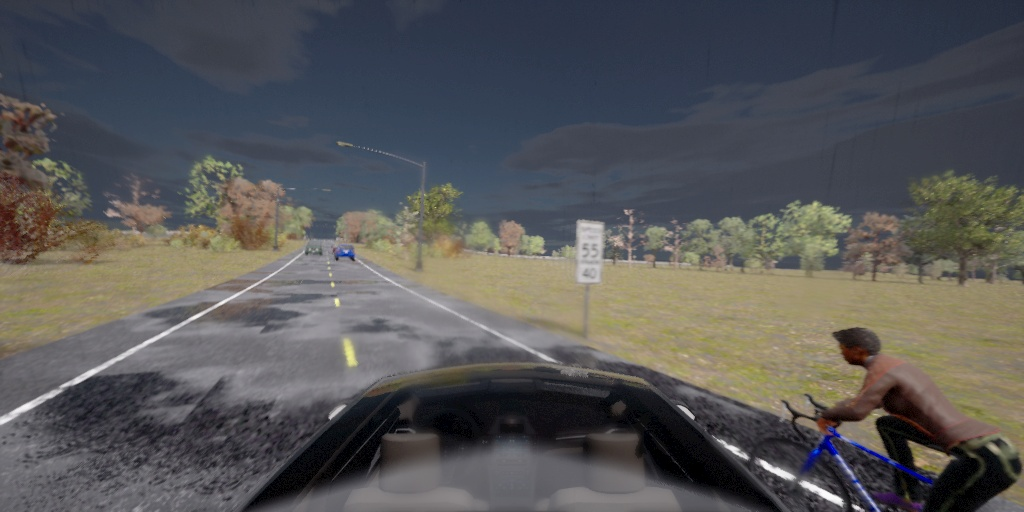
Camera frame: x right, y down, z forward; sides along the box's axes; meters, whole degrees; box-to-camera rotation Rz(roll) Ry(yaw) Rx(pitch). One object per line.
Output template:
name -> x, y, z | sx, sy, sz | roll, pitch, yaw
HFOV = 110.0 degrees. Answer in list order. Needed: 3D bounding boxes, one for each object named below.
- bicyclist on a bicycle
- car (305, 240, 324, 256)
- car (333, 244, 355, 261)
bicyclist on a bicycle -> 2.399, 1.310, 2.309 | 0.582, 1.620, 1.656 | 3, 0, -28
car -> -28.727, -1.093, 52.143 | 2.150, 2.045, 5.566 | 3, 2, -27
car -> -21.293, -0.499, 45.749 | 2.150, 2.045, 5.566 | 3, 1, -28
